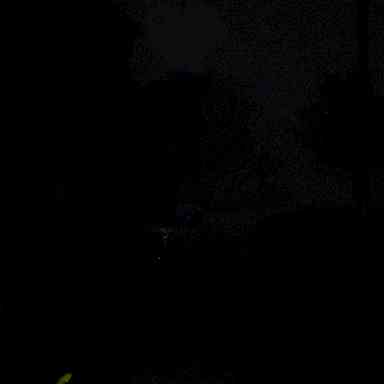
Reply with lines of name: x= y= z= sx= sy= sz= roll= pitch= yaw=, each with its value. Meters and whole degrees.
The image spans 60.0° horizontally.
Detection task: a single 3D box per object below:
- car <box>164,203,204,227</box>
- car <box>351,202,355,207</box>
car: x=-0.492 y=1.562 z=23.591 sx=1.882 sy=1.535 sz=5.008 roll=-1 pitch=-1 yaw=14
car: x=37.780 y=2.722 z=74.658 sx=4.892 sy=1.490 sz=1.837 roll=2 pitch=-4 yaw=-32
